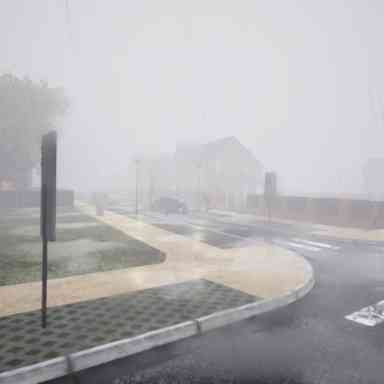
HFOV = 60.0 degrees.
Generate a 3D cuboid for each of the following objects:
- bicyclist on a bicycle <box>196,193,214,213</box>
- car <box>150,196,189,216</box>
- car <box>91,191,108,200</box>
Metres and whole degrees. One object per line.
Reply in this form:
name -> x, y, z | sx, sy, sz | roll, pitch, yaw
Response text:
bicyclist on a bicycle -> 1.064, 0.885, 26.774 | 1.656, 1.620, 0.582 | 1, 1, -26
car -> -1.841, 1.057, 26.094 | 1.812, 1.442, 4.674 | 1, 1, -26
car -> -14.317, 0.470, 51.280 | 1.994, 1.385, 4.181 | 1, 1, -26
